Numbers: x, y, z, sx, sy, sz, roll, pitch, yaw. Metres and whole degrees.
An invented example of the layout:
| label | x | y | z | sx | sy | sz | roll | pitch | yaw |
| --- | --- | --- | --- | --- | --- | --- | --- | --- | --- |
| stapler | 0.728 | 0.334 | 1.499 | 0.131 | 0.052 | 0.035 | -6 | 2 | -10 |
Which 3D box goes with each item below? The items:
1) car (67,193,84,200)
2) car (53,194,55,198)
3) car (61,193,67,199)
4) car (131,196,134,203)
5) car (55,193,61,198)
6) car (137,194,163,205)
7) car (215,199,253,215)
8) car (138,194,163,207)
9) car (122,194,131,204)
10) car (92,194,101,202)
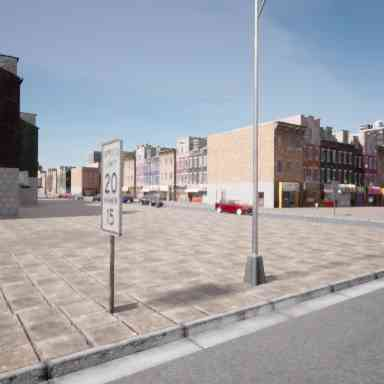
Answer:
| label | x | y | z | sx | sy | sz | roll | pitch | yaw |
| --- | --- | --- | --- | --- | --- | --- | --- | --- | --- |
| car | -24.557 | 0.965 | 71.321 | 2.008 | 1.369 | 4.403 | 1 | 0 | -35 |
| car | -33.978 | 0.844 | 84.637 | 1.752 | 1.417 | 4.829 | 1 | 0 | -35 |
| car | -27.730 | 0.925 | 75.806 | 1.887 | 1.381 | 4.507 | 1 | 0 | -35 |
| car | -11.825 | 1.074 | 57.884 | 1.837 | 1.490 | 4.892 | 1 | 0 | -35 |
| car | -30.904 | 0.893 | 80.291 | 1.887 | 1.381 | 4.507 | 1 | 0 | -35 |
| car | -6.417 | 1.149 | 50.329 | 1.837 | 1.490 | 4.892 | 1 | 0 | -35 |
| car | 4.001 | 1.368 | 30.960 | 1.887 | 1.381 | 4.507 | 1 | 0 | -35 |
| car | -5.518 | 1.230 | 44.413 | 1.947 | 1.339 | 4.313 | 1 | 0 | -35 |
| car | -12.015 | 1.047 | 52.934 | 1.882 | 1.535 | 5.008 | 1 | 0 | -35 |
| car | -16.066 | 1.041 | 58.644 | 1.812 | 1.442 | 4.674 | 1 | 0 | -35 |
